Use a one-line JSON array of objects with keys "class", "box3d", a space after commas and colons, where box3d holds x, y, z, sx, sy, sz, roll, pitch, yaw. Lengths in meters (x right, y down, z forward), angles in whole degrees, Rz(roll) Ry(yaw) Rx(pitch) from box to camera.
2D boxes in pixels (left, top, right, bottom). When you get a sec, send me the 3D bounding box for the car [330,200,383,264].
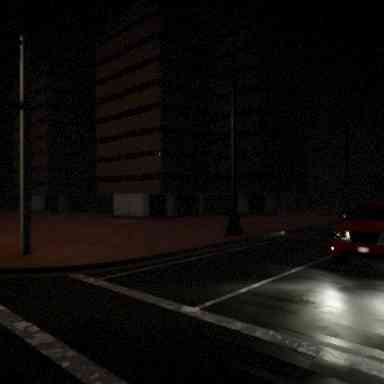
[{"class": "car", "box3d": [6.702, 1.293, 11.487, 2.150, 2.045, 5.566, -1, -1, 42]}]
